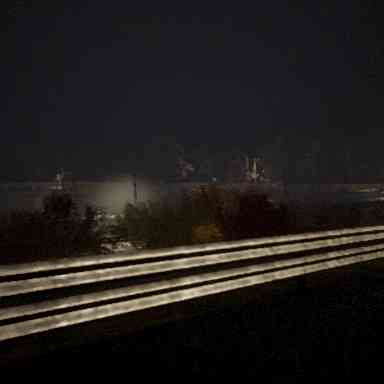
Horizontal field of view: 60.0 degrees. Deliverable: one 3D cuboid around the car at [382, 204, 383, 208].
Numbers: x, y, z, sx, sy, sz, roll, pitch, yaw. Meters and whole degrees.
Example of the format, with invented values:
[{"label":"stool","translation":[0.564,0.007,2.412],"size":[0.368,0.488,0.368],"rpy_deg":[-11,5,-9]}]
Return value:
[{"label":"car","translation":[48.300,3.157,80.776],"size":[4.181,1.385,1.994],"rpy_deg":[-3,2,-18]}]
